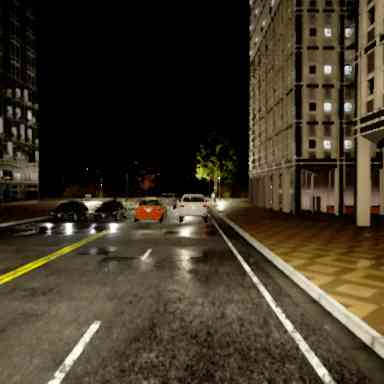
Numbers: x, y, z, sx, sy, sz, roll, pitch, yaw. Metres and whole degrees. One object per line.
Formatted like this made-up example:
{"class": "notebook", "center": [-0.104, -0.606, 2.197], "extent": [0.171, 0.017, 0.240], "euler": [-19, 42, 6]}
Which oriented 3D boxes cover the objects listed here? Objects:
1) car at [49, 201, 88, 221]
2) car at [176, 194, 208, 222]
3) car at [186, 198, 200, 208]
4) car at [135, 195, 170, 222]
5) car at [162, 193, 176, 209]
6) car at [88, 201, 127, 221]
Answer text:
{"class": "car", "center": [-9.748, 1.516, 26.800], "extent": [1.837, 1.490, 4.892], "euler": [0, 0, 0]}
{"class": "car", "center": [0.104, 1.215, 26.798], "extent": [2.150, 2.045, 5.566], "euler": [0, 0, 0]}
{"class": "car", "center": [0.107, 1.543, 49.171], "extent": [1.994, 1.385, 4.181], "euler": [0, 0, 0]}
{"class": "car", "center": [-3.146, 1.347, 26.162], "extent": [2.097, 1.767, 4.553], "euler": [0, 0, 0]}
{"class": "car", "center": [-3.144, 1.204, 44.794], "extent": [2.150, 2.045, 5.566], "euler": [0, 0, 0]}
{"class": "car", "center": [-6.498, 1.516, 26.800], "extent": [1.837, 1.490, 4.892], "euler": [0, 0, 0]}
